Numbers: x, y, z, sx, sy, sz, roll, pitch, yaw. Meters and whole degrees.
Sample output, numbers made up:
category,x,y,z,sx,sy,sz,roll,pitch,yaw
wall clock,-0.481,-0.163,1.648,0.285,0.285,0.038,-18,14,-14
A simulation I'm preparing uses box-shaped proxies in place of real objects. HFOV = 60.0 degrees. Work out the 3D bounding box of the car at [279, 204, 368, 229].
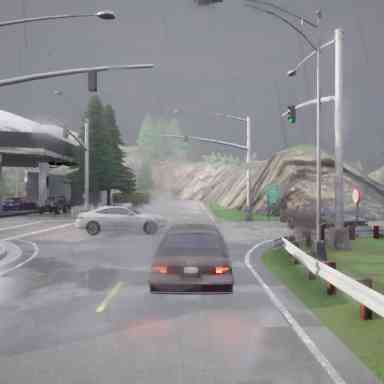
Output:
category,x,y,z,sx,sy,sz,roll,pitch,yaw
car,6.691,1.358,17.608,2.033,1.411,5.357,0,0,-16

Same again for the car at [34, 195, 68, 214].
category,x,y,z,sx,sy,sz,roll,pitch,yaw
car,-14.587,1.313,35.214,1.905,1.878,3.866,0,0,-1

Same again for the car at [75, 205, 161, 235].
category,x,y,z,sx,sy,sz,roll,pitch,yaw
car,-3.640,1.415,17.379,4.674,1.442,1.812,0,0,-1

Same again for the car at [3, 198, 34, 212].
category,x,y,z,sx,sy,sz,roll,pitch,yaw
car,-20.302,1.480,39.482,2.242,1.667,4.611,0,0,-1

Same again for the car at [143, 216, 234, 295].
category,x,y,z,sx,sy,sz,roll,pitch,yaw
car,0.035,1.547,8.895,2.033,1.411,5.357,0,0,1
